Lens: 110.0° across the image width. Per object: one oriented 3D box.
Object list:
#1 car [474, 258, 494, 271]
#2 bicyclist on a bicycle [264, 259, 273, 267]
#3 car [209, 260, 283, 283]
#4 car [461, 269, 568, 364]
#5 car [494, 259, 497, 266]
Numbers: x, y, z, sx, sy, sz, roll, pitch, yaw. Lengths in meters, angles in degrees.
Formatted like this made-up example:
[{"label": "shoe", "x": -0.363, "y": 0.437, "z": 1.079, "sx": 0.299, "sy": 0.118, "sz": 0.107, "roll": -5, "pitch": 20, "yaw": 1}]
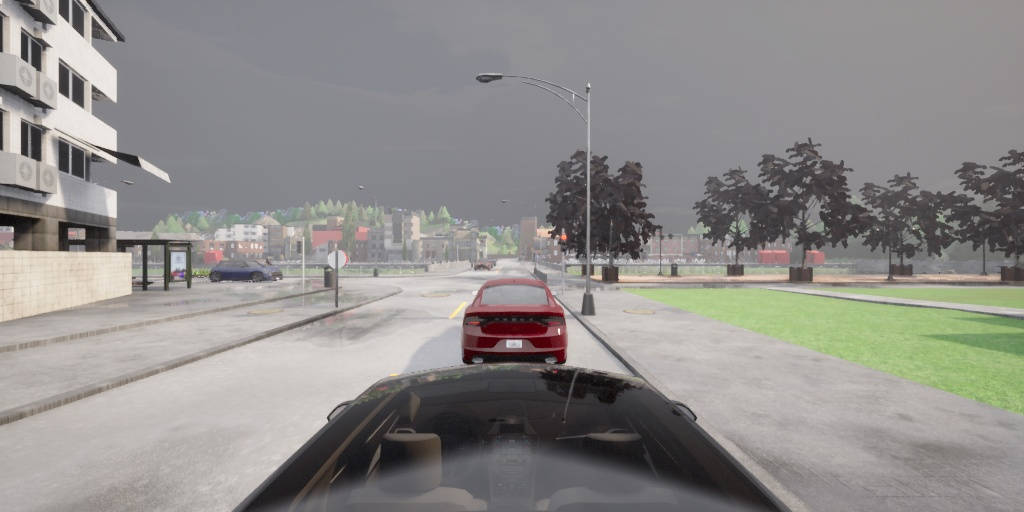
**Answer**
[{"label": "car", "x": -4.074, "y": 1.102, "z": 50.297, "sx": 2.097, "sy": 1.767, "sz": 4.553, "roll": 0, "pitch": 0, "yaw": 0}, {"label": "bicyclist on a bicycle", "x": -24.011, "y": 1.099, "z": 35.296, "sx": 0.582, "sy": 1.620, "sz": 1.656, "roll": 0, "pitch": 0, "yaw": 0}, {"label": "car", "x": -19.813, "y": 1.102, "z": 26.894, "sx": 4.553, "sy": 1.767, "sz": 2.097, "roll": 0, "pitch": 0, "yaw": 0}, {"label": "car", "x": 0.055, "y": 1.228, "z": 8.097, "sx": 1.882, "sy": 1.535, "sz": 5.008, "roll": 0, "pitch": 0, "yaw": 0}, {"label": "car", "x": -4.055, "y": 1.241, "z": 59.541, "sx": 2.128, "sy": 1.511, "sz": 4.902, "roll": 0, "pitch": 0, "yaw": 0}]
